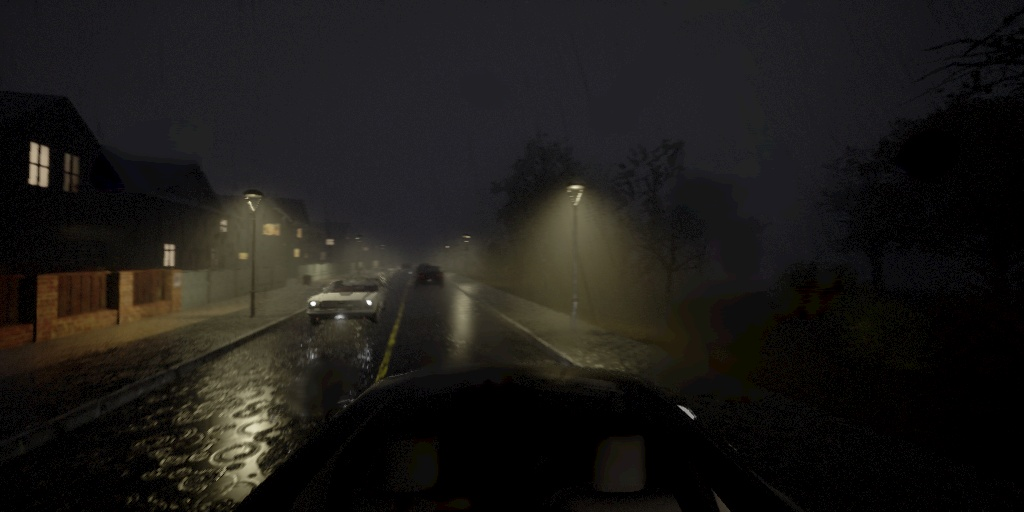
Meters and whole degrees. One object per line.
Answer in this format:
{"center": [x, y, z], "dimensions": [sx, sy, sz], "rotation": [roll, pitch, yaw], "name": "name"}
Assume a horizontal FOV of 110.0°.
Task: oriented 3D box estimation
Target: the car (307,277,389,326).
{"center": [-5.330, 1.414, 12.154], "dimensions": [1.895, 1.301, 4.718], "rotation": [1, -1, -15], "name": "car"}

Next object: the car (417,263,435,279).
{"center": [-9.373, 1.551, 38.939], "dimensions": [1.837, 1.490, 4.892], "rotation": [1, 0, -14], "name": "car"}

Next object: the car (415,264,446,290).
{"center": [-5.599, 1.411, 24.625], "dimensions": [1.882, 1.535, 5.008], "rotation": [1, 0, -14], "name": "car"}
